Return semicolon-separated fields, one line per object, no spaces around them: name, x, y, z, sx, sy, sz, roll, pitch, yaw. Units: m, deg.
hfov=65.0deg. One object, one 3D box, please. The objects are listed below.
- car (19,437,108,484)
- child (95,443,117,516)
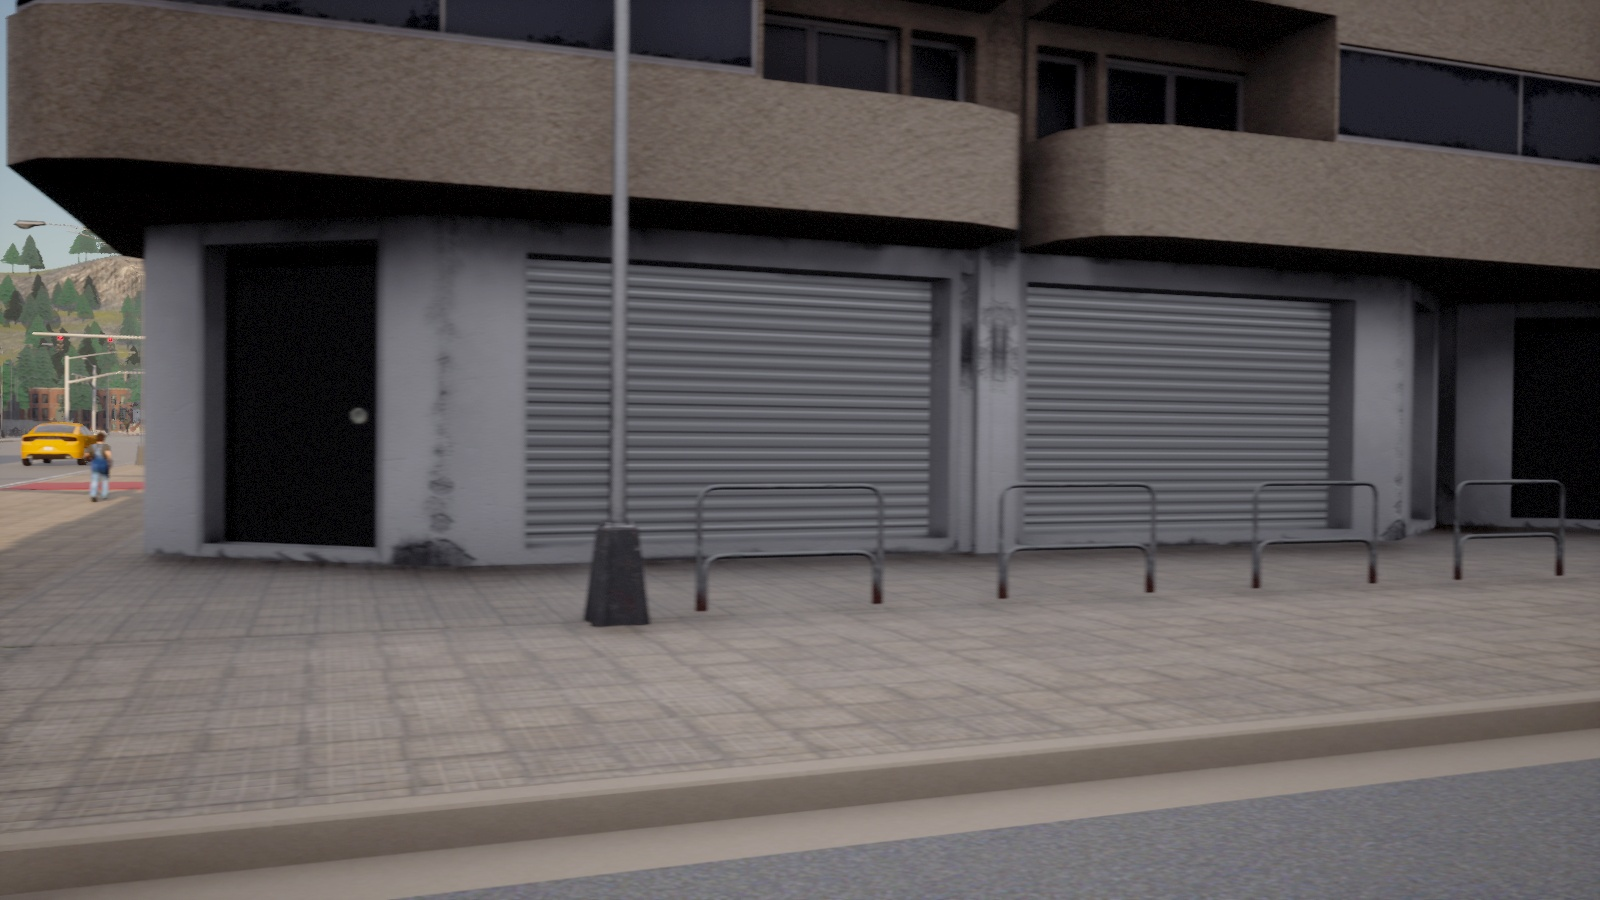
car;-26.349;0.327;45.075;1.882;1.535;5.008;-1;1;-20
child;-12.176;0.510;22.034;0.270;1.263;0.437;-1;1;-22
